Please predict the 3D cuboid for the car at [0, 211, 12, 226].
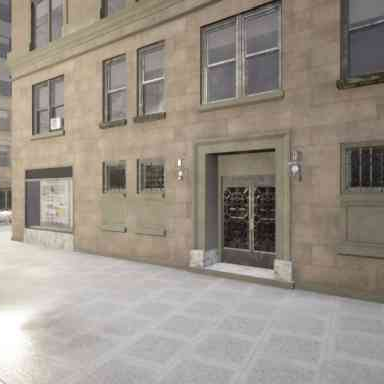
[{"bbox_3d":[-11.694,1.564,23.512,1.895,1.301,4.718,0,0,35],"label":"car"}]
